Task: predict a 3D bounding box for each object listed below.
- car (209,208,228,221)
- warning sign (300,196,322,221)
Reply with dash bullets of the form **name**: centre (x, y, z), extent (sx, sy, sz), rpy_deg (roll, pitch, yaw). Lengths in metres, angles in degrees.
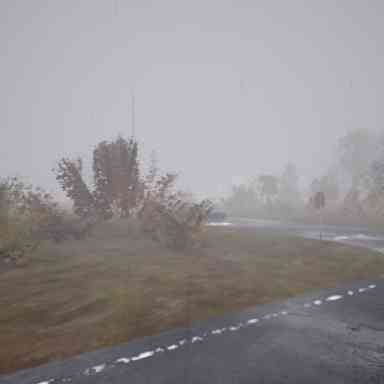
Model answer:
- **car**: centre (0.656, 1.662, 27.891), extent (2.033, 1.411, 5.357), rpy_deg (1, 0, -35)
- **warning sign**: centre (9.200, 1.281, 25.675), extent (1.300, 1.860, 1.060), rpy_deg (1, 0, -35)
